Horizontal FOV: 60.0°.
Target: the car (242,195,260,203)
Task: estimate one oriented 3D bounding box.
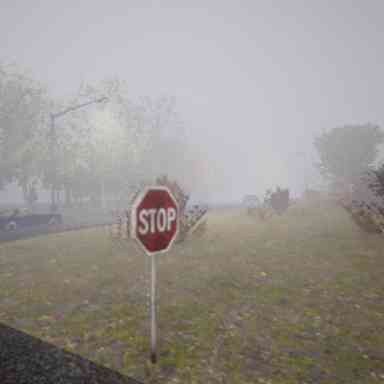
[{"bbox_3d":[10.478,1.234,58.895,1.837,1.490,4.892,0,0,30],"label":"car"}]

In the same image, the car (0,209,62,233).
[{"bbox_3d":[-10.588,1.727,20.886,1.895,1.301,4.718,0,0,28],"label":"car"}]
